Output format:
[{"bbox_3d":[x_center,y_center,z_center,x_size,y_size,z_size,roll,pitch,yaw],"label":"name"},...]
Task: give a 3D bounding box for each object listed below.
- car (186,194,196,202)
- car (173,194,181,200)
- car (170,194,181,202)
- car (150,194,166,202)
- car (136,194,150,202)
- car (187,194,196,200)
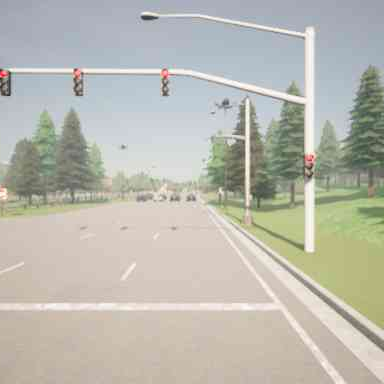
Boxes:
[{"bbox_3d":[-0.136,1.191,71.089,2.097,1.767,4.553,0,0,0],"label":"car"},{"bbox_3d":[-3.655,1.180,81.149,1.812,1.442,4.674,0,0,0],"label":"car"},{"bbox_3d":[-3.636,1.193,71.116,2.097,1.767,4.553,0,0,0],"label":"car"},{"bbox_3d":[-7.136,1.432,71.170,1.895,1.301,4.718,0,0,0],"label":"car"},{"bbox_3d":[-10.635,1.338,70.716,1.837,1.490,4.892,0,0,0],"label":"car"},{"bbox_3d":[-0.155,1.208,81.156,1.994,1.385,4.181,0,0,0],"label":"car"}]
